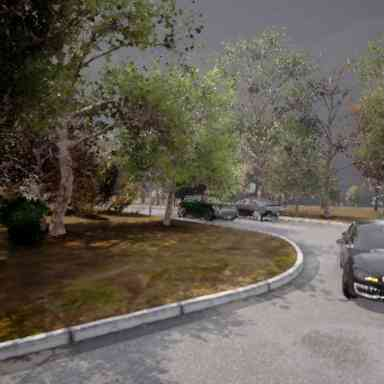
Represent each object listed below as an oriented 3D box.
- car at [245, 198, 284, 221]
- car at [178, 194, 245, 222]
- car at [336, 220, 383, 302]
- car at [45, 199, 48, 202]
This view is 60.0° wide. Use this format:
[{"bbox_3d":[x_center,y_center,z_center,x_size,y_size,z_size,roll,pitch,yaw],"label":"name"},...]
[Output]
[{"bbox_3d":[4.297,1.198,23.957,2.128,1.511,4.902,1,0,-36],"label":"car"},{"bbox_3d":[1.019,0.979,22.578,2.097,1.767,4.553,1,0,-36],"label":"car"},{"bbox_3d":[4.712,1.503,8.138,1.837,1.490,4.892,1,1,22],"label":"car"},{"bbox_3d":[-13.344,0.893,34.870,4.718,1.301,1.895,1,-1,-4],"label":"car"}]
